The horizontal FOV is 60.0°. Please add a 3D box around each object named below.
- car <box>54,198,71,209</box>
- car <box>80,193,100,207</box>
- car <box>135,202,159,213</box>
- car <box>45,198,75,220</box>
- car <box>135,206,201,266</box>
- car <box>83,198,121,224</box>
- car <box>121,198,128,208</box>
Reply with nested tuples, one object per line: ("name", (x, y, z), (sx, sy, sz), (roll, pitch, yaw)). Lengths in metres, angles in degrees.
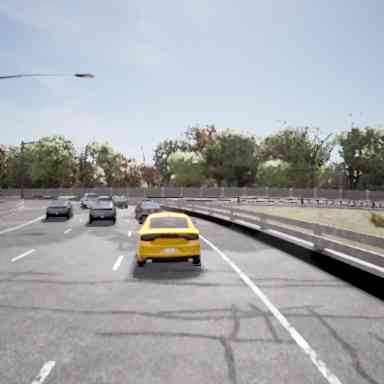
("car", (-17.913, 1.530, 45.911), (1.994, 1.385, 4.181), (0, 0, -25))
("car", (-14.084, 1.174, 46.073), (2.150, 2.045, 5.566), (0, 0, -25))
("car", (-3.673, 1.498, 27.751), (2.033, 1.411, 5.357), (0, 0, -15))
("car", (-11.044, 1.471, 27.946), (2.128, 1.511, 4.902), (0, 0, -16))
("car", (-0.843, 1.454, 11.553), (1.882, 1.535, 5.008), (0, 0, -6))
("car", (-6.590, 1.461, 24.742), (2.128, 1.511, 4.902), (0, 0, -13))
("car", (-10.404, 1.482, 46.540), (2.033, 1.411, 5.357), (0, 0, -25))
